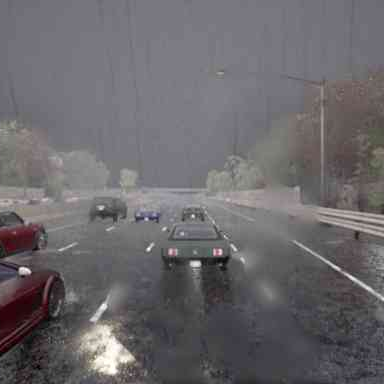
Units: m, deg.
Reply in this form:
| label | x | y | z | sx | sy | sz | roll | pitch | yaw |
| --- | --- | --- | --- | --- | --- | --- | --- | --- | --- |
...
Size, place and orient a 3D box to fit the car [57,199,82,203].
| label | x | y | z | sx | sy | sz | roll | pitch | yaw |
| --- | --- | --- | --- | --- | --- | --- | --- | --- | --- |
| car | -17.601 | 1.795 | 49.145 | 1.882 | 1.535 | 5.008 | 0 | 0 | 0 |

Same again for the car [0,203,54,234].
| label | x | y | z | sx | sy | sz | roll | pitch | yaw |
| --- | --- | --- | --- | --- | --- | --- | --- | --- | --- |
| car | -6.907 | 1.420 | 11.587 | 2.097 | 1.767 | 4.553 | 0 | 0 | 0 |

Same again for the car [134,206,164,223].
| label | x | y | z | sx | sy | sz | roll | pitch | yaw |
| --- | --- | --- | --- | --- | --- | --- | --- | --- | --- |
| car | -3.416 | 1.768 | 27.236 | 1.895 | 1.301 | 4.718 | 0 | 0 | 0 |

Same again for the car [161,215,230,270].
| label | x | y | z | sx | sy | sz | roll | pitch | yaw |
| --- | --- | --- | --- | --- | --- | --- | --- | --- | --- |
| car | 0.094 | 1.667 | 11.204 | 1.895 | 1.301 | 4.718 | 0 | 0 | 0 |

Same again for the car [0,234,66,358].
| label | x | y | z | sx | sy | sz | roll | pitch | yaw |
| --- | --- | --- | --- | --- | --- | --- | --- | --- | --- |
| car | -3.405 | 1.591 | 4.685 | 1.994 | 1.385 | 4.181 | 0 | 0 | 0 |

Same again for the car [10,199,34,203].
| label | x | y | z | sx | sy | sz | roll | pitch | yaw |
| --- | --- | --- | --- | --- | --- | --- | --- | --- | --- |
| car | -24.587 | 1.846 | 49.474 | 1.812 | 1.442 | 4.674 | 0 | 0 | 0 |

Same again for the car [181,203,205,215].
| label | x | y | z | sx | sy | sz | roll | pitch | yaw |
| --- | --- | --- | --- | --- | --- | --- | --- | --- | --- |
| car | 0.084 | 1.682 | 28.814 | 1.837 | 1.490 | 4.892 | 0 | 0 | 0 |

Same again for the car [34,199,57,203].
| label | x | y | z | sx | sy | sz | roll | pitch | yaw |
| --- | --- | --- | --- | --- | --- | --- | --- | --- | --- |
| car | -21.089 | 1.799 | 49.632 | 1.882 | 1.535 | 5.008 | 0 | 0 | 0 |

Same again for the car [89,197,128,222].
| label | x | y | z | sx | sy | sz | roll | pitch | yaw |
| --- | --- | --- | --- | --- | --- | --- | --- | --- | --- |
| car | -6.916 | 1.393 | 27.902 | 2.150 | 2.045 | 5.566 | 0 | 0 | 0 |

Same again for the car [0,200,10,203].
| label | x | y | z | sx | sy | sz | roll | pitch | yaw |
| --- | --- | --- | --- | --- | --- | --- | --- | --- | --- |
| car | -28.086 | 1.842 | 48.963 | 1.812 | 1.442 | 4.674 | 0 | 0 | 0 |
